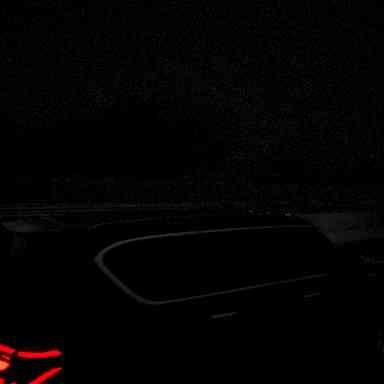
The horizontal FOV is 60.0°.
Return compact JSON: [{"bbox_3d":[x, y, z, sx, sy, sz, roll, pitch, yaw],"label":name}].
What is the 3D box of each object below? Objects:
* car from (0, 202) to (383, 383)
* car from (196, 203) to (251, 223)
[{"bbox_3d":[0.501,1.238,4.100,5.566,2.045,2.150,0,0,-35],"label":"car"},{"bbox_3d":[2.590,1.675,27.308,4.181,1.385,1.994,0,0,-35],"label":"car"}]
